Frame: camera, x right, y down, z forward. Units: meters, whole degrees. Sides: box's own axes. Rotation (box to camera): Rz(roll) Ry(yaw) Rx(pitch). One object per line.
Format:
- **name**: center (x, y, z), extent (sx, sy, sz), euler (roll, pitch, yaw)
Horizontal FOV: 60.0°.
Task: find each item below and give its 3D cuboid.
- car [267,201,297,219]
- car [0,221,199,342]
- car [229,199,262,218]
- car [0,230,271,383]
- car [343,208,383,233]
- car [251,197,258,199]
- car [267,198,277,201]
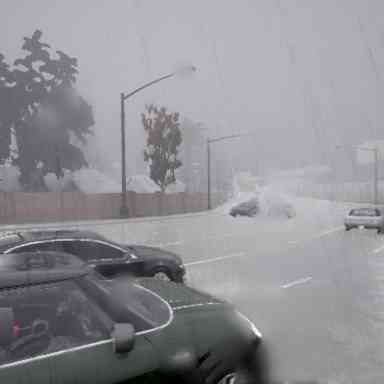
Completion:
- **car**: center (8.352, 1.739, 30.602), extent (1.895, 1.301, 4.718), euler (0, -1, 25)
- **car**: center (-2.378, 1.507, 6.496), extent (4.892, 1.490, 1.837), euler (0, 0, -37)
- **car**: center (5.292, 1.716, 32.166), extent (2.033, 1.411, 5.357), euler (0, -1, 26)
- **car**: center (-1.412, 1.353, 2.946), extent (4.553, 1.767, 2.097), euler (0, 0, -35)
- **car**: center (10.616, 1.646, 20.211), extent (1.895, 1.301, 4.718), euler (0, 0, 34)
- **car**: center (13.685, 1.870, 72.394), extent (2.097, 1.767, 4.553), euler (-1, -1, 9)
- **car**: center (17.014, 1.942, 71.008), extent (1.882, 1.535, 5.008), euler (-1, -1, 9)
